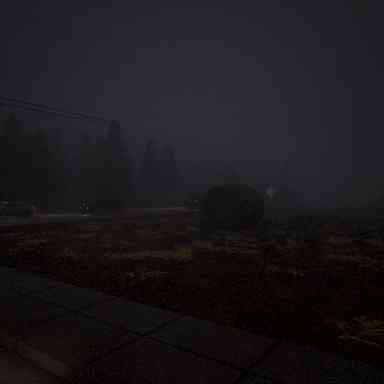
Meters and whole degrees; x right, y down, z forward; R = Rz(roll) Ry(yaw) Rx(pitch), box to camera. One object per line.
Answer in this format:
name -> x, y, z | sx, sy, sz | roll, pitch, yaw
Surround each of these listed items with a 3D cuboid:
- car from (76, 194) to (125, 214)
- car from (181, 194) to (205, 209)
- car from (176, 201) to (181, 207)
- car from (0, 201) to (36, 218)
car -> -10.024, 1.249, 36.911 | 2.150, 2.045, 5.566 | 0, 0, 37
car -> 1.412, 1.248, 46.165 | 2.150, 2.045, 5.566 | 0, 0, 38
car -> -0.349, 1.628, 49.897 | 1.895, 1.301, 4.718 | 0, 0, 37
car -> -15.982, 1.552, 28.855 | 1.812, 1.442, 4.674 | 0, 0, 37
